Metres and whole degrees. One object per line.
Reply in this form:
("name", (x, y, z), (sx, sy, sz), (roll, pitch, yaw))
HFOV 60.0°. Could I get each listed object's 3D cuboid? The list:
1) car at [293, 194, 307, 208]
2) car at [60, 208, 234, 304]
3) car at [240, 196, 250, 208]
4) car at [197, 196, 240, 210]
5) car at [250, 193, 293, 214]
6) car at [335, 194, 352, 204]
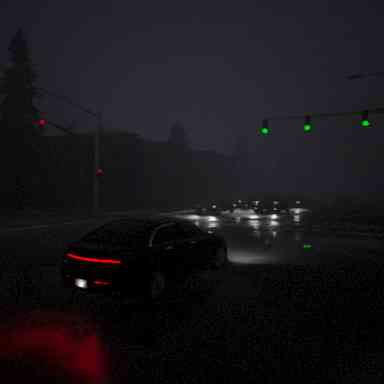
("car", (11.662, 0.968, 37.392), (1.837, 1.490, 4.892), (1, 1, 29))
("car", (-0.762, 1.352, 7.984), (1.837, 1.490, 4.892), (1, 1, 30))
("car", (6.582, 1.046, 35.558), (1.895, 1.301, 4.718), (1, 1, 29))
("car", (2.095, 1.064, 27.642), (1.812, 1.442, 4.674), (1, 1, 29))
("car", (7.141, 0.908, 29.445), (2.097, 1.767, 4.553), (1, 1, 30))
("car", (21.974, 0.943, 48.167), (1.994, 1.385, 4.181), (1, 1, 29))
